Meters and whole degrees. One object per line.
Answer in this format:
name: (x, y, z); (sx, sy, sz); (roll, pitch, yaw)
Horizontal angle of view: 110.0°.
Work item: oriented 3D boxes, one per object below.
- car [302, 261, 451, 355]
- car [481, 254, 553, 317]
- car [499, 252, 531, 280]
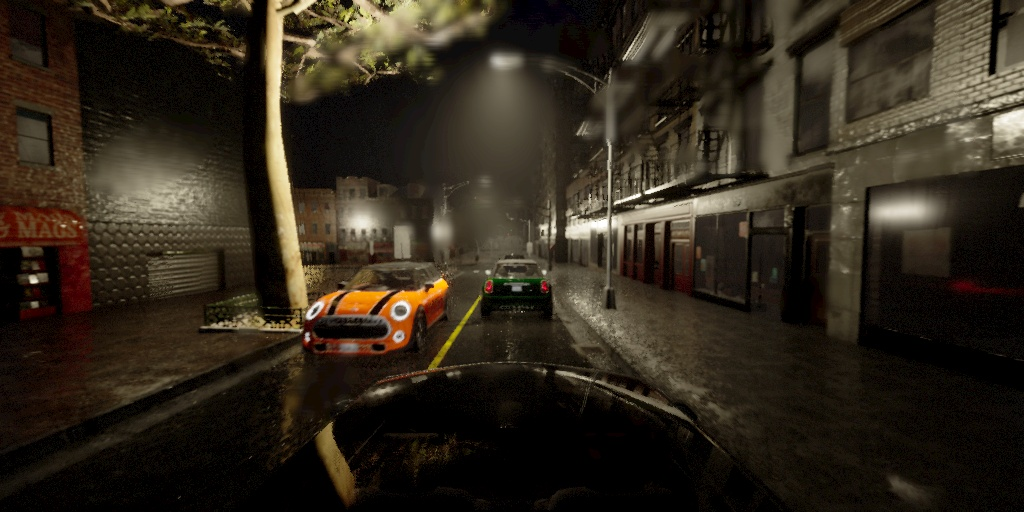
car: (-2.818, 0.956, 8.455); (2.097, 1.767, 4.553); (0, 1, 0)
car: (0.142, 0.885, 12.149); (2.097, 1.767, 4.553); (0, 1, 0)
car: (0.194, 0.625, 25.724); (2.097, 1.767, 4.553); (0, 1, 0)
